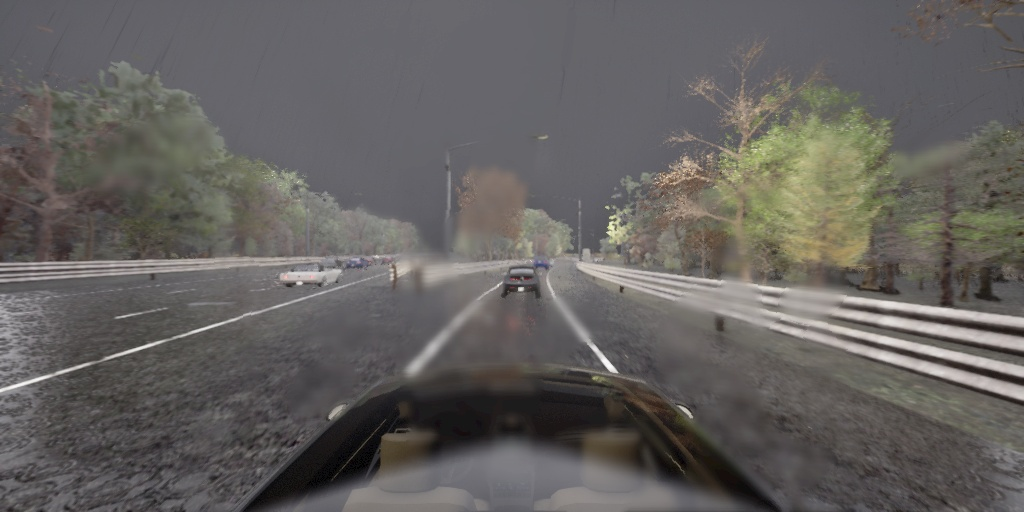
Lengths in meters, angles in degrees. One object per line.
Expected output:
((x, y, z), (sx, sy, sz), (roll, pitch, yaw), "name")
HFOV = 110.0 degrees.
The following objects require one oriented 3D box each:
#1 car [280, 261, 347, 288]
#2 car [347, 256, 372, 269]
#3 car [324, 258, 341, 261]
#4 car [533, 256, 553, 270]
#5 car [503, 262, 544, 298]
((-11.534, 1.122, 21.023), (1.895, 1.301, 4.718), (0, 0, -10), "car")
((-19.148, 0.889, 44.525), (1.812, 1.442, 4.674), (0, 0, -10), "car")
((-22.864, 0.896, 45.501), (1.994, 1.385, 4.181), (0, 0, -10), "car")
((4.350, 1.017, 53.067), (2.150, 2.045, 5.566), (0, -1, 10), "car")
((0.569, 1.268, 18.726), (1.837, 1.490, 4.892), (0, 0, 3), "car")
